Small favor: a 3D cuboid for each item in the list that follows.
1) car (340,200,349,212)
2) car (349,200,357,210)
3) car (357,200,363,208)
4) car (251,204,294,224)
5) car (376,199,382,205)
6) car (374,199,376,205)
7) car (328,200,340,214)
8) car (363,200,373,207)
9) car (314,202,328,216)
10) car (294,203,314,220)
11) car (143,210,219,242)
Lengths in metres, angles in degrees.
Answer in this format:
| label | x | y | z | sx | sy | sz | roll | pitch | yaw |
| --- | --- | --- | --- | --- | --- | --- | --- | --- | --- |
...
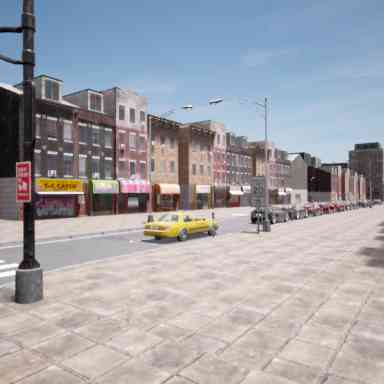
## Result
| label | x | y | z | sx | sy | sz | roll | pitch | yaw |
| --- | --- | --- | --- | --- | --- | --- | --- | --- | --- |
| car | 19.079 | 1.782 | 44.257 | 1.967 | 1.590 | 4.097 | -1 | -1 | 35 |
| car | 22.337 | 1.950 | 48.843 | 2.008 | 1.369 | 4.403 | -1 | -1 | 35 |
| car | 25.593 | 2.011 | 53.430 | 2.008 | 1.369 | 4.403 | -1 | -1 | 35 |
| car | 6.055 | 1.713 | 25.906 | 1.947 | 1.339 | 4.313 | -1 | -1 | 35 |
| car | 45.131 | 2.458 | 80.951 | 2.008 | 1.369 | 4.403 | -2 | -2 | 35 |
| car | 35.362 | 2.210 | 67.191 | 1.887 | 1.381 | 4.507 | -1 | -2 | 35 |
| car | 15.824 | 1.833 | 39.668 | 1.887 | 1.381 | 4.507 | -1 | -1 | 35 |
| car | 32.107 | 2.145 | 62.605 | 2.008 | 1.369 | 4.403 | -1 | -1 | 35 |
| car | 12.568 | 1.819 | 35.080 | 1.802 | 1.307 | 4.206 | -1 | -1 | 35 |
| car | 9.311 | 1.741 | 30.494 | 2.008 | 1.369 | 4.403 | -1 | -1 | 35 |
| car | -0.360 | 1.597 | 16.870 | 1.752 | 1.417 | 4.829 | -1 | -1 | 35 |
